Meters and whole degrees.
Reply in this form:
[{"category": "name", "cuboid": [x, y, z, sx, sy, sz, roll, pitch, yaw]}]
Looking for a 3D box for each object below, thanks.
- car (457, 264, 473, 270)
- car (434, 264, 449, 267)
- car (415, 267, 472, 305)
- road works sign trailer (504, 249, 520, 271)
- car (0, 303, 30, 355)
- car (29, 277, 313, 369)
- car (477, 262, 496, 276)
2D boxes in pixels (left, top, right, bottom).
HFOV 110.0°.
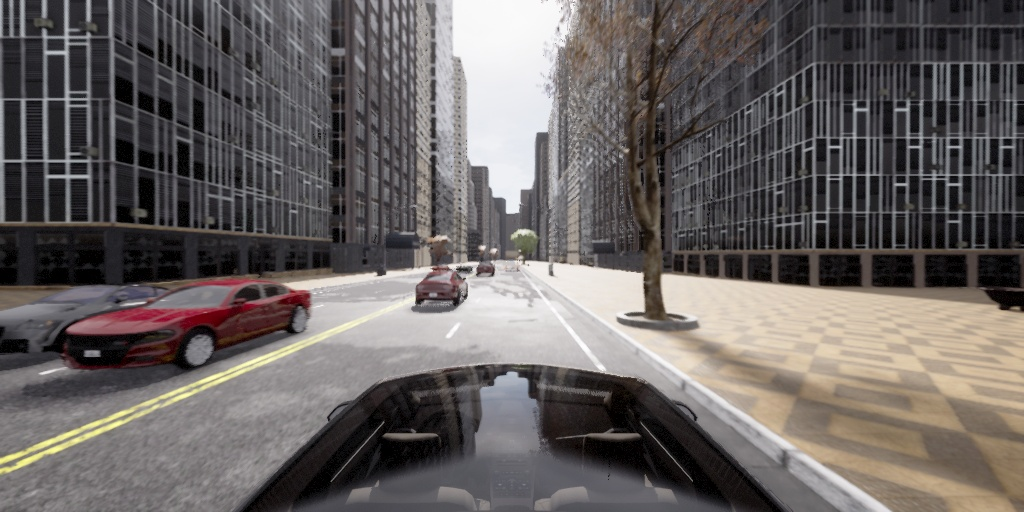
[{"category": "car", "cuboid": [-6.587, 1.765, 49.454, 1.895, 1.301, 4.718, 0, 0, 0]}, {"category": "car", "cuboid": [-9.835, 1.768, 49.832, 1.895, 1.301, 4.718, 0, 0, 0]}, {"category": "car", "cuboid": [-3.153, 1.405, 16.652, 1.812, 1.442, 4.674, 0, 0, 0]}, {"category": "road works sign trailer", "cuboid": [-0.002, 0.708, 59.821, 2.380, 3.560, 2.880, 0, 0, 1]}, {"category": "car", "cuboid": [-9.852, 1.374, 8.663, 1.994, 1.385, 4.181, 0, 0, 0]}, {"category": "car", "cuboid": [-6.601, 1.283, 8.136, 1.882, 1.535, 5.008, 0, -1, 0]}, {"category": "car", "cuboid": [-3.164, 1.474, 44.727, 2.097, 1.767, 4.553, 0, -1, 0]}]
